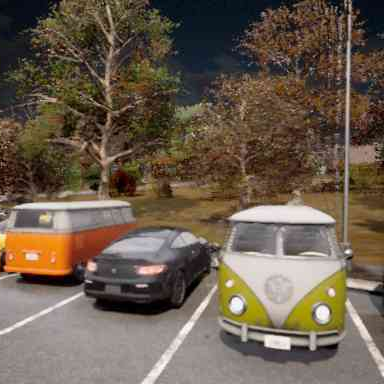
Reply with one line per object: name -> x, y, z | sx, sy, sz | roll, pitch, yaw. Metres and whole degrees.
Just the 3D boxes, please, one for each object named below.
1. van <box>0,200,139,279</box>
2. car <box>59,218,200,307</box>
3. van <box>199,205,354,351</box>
van -> -3.109, 1.260, 9.790 | 1.878, 1.987, 4.442 | 0, -1, 16
car -> -0.749, 1.522, 7.962 | 2.002, 1.452, 4.674 | 0, -1, 16
van -> 1.629, 1.257, 6.141 | 1.878, 1.987, 4.442 | 1, -1, 16
